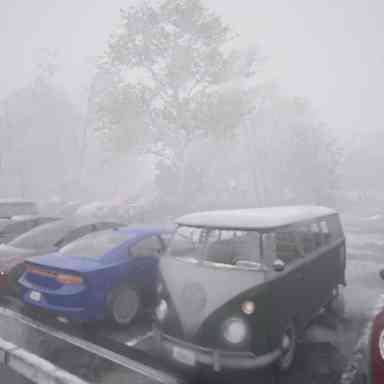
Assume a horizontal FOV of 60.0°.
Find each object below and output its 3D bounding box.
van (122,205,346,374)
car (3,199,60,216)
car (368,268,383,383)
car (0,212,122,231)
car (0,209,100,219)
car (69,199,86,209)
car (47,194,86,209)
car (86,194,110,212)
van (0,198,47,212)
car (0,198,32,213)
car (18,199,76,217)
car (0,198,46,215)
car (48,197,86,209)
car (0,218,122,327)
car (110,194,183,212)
[{"bbox_3d":[1.194,1.249,5.518,1.878,1.987,4.442,0,0,35],"label":"van"},{"bbox_3d":[-16.405,1.531,34.198,2.163,1.488,4.792,0,0,35],"label":"car"},{"bbox_3d":[3.564,1.349,4.013,2.185,1.767,4.553,0,0,35],"label":"car"},{"bbox_3d":[-3.324,1.504,8.839,2.163,1.488,4.792,0,0,35],"label":"car"},{"bbox_3d":[-5.608,1.504,10.464,2.163,1.488,4.792,0,0,35],"label":"car"},{"bbox_3d":[-7.414,1.517,27.834,2.002,1.452,4.674,0,0,35],"label":"car"},{"bbox_3d":[-11.868,1.235,30.972,2.435,2.045,5.566,0,0,35],"label":"car"},{"bbox_3d":[-5.060,1.224,26.127,2.435,2.045,5.566,0,0,35],"label":"car"},{"bbox_3d":[-7.943,1.249,12.018,1.878,1.987,4.442,0,0,35],"label":"van"},{"bbox_3d":[-21.035,1.516,37.301,1.946,1.575,5.366,0,0,35],"label":"car"},{"bbox_3d":[-14.102,1.522,32.631,2.163,1.488,4.792,0,0,35],"label":"car"},{"bbox_3d":[-18.660,1.510,35.832,2.097,1.535,5.008,0,0,35],"label":"car"},{"bbox_3d":[-9.583,1.481,29.374,2.097,1.535,5.008,0,0,35],"label":"car"},{"bbox_3d":[-1.026,1.475,7.233,2.097,1.535,5.008,0,0,35],"label":"car"},{"bbox_3d":[-2.891,1.224,24.584,2.435,2.045,5.566,0,0,35],"label":"car"}]
